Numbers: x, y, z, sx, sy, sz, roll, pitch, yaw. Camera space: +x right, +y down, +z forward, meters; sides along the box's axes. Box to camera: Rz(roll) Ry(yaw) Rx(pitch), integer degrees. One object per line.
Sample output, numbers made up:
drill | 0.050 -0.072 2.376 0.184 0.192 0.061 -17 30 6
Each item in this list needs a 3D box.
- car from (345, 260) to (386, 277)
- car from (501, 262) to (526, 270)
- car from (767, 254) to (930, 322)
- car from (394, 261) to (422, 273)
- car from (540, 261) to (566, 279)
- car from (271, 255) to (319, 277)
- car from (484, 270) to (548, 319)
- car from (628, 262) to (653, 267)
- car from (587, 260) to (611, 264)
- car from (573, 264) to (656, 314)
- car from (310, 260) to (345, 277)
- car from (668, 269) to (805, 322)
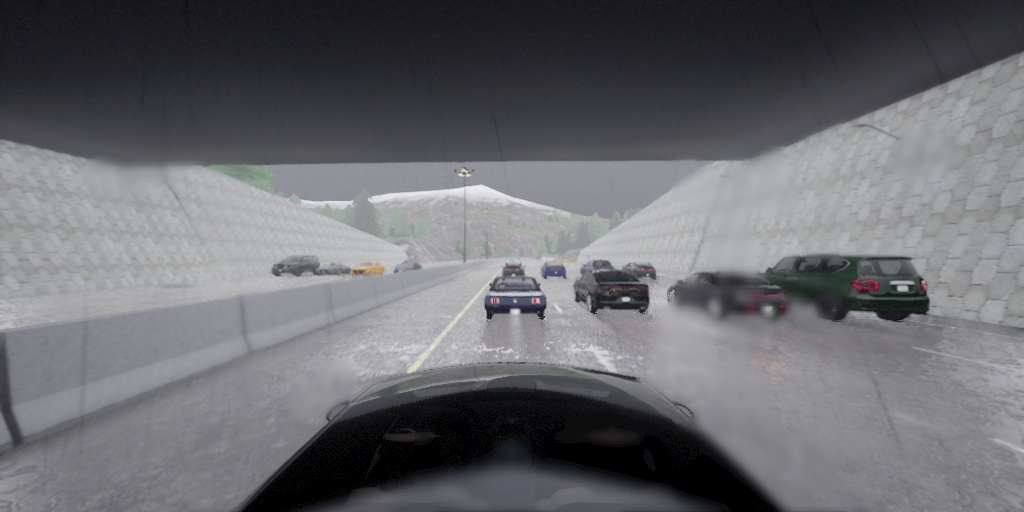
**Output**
car | -14.064 1.212 35.286 1.882 1.535 5.008 0 0 0
car | 0.124 1.241 30.465 1.837 1.490 4.892 0 0 0
car | 10.602 0.967 12.407 2.150 2.045 5.566 0 0 0
car | -10.562 1.227 36.705 2.128 1.511 4.902 0 0 0
car | 3.624 1.214 31.959 1.882 1.535 5.008 0 0 0
car | -21.066 0.955 35.341 2.150 2.045 5.566 0 0 0
car | 0.104 1.346 12.757 1.895 1.301 4.718 0 0 0
car | 10.624 1.242 30.465 1.837 1.490 4.892 0 0 0
car | 7.123 1.089 30.118 2.097 1.767 4.553 0 0 0
car | 3.606 1.222 13.805 1.882 1.535 5.008 0 0 0
car | -17.562 1.298 35.449 1.994 1.385 4.181 0 0 0
car | 7.104 1.250 12.342 1.837 1.490 4.892 0 0 0
